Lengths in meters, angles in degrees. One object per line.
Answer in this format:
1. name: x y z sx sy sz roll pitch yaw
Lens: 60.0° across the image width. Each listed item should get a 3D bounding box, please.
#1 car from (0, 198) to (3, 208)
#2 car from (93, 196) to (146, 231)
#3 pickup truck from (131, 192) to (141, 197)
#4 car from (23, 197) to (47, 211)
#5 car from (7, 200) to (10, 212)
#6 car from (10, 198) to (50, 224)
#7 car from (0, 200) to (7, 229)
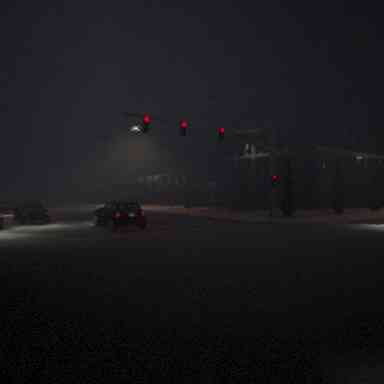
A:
1. car: -28.511 1.565 47.809 1.994 1.385 4.181 0 0 -35
2. car: -4.669 1.354 21.081 2.097 1.767 4.553 0 0 -33
3. pickup truck: -8.965 1.065 55.205 2.390 2.098 6.274 0 0 -6
4. car: -20.149 1.479 42.497 1.882 1.535 5.008 0 0 -36
5. car: -19.615 1.549 35.483 2.033 1.411 5.357 0 0 -36
6. car: -12.314 1.479 25.458 1.882 1.535 5.008 0 0 -36
7. car: -13.063 1.352 20.541 2.097 1.767 4.553 0 0 -36
